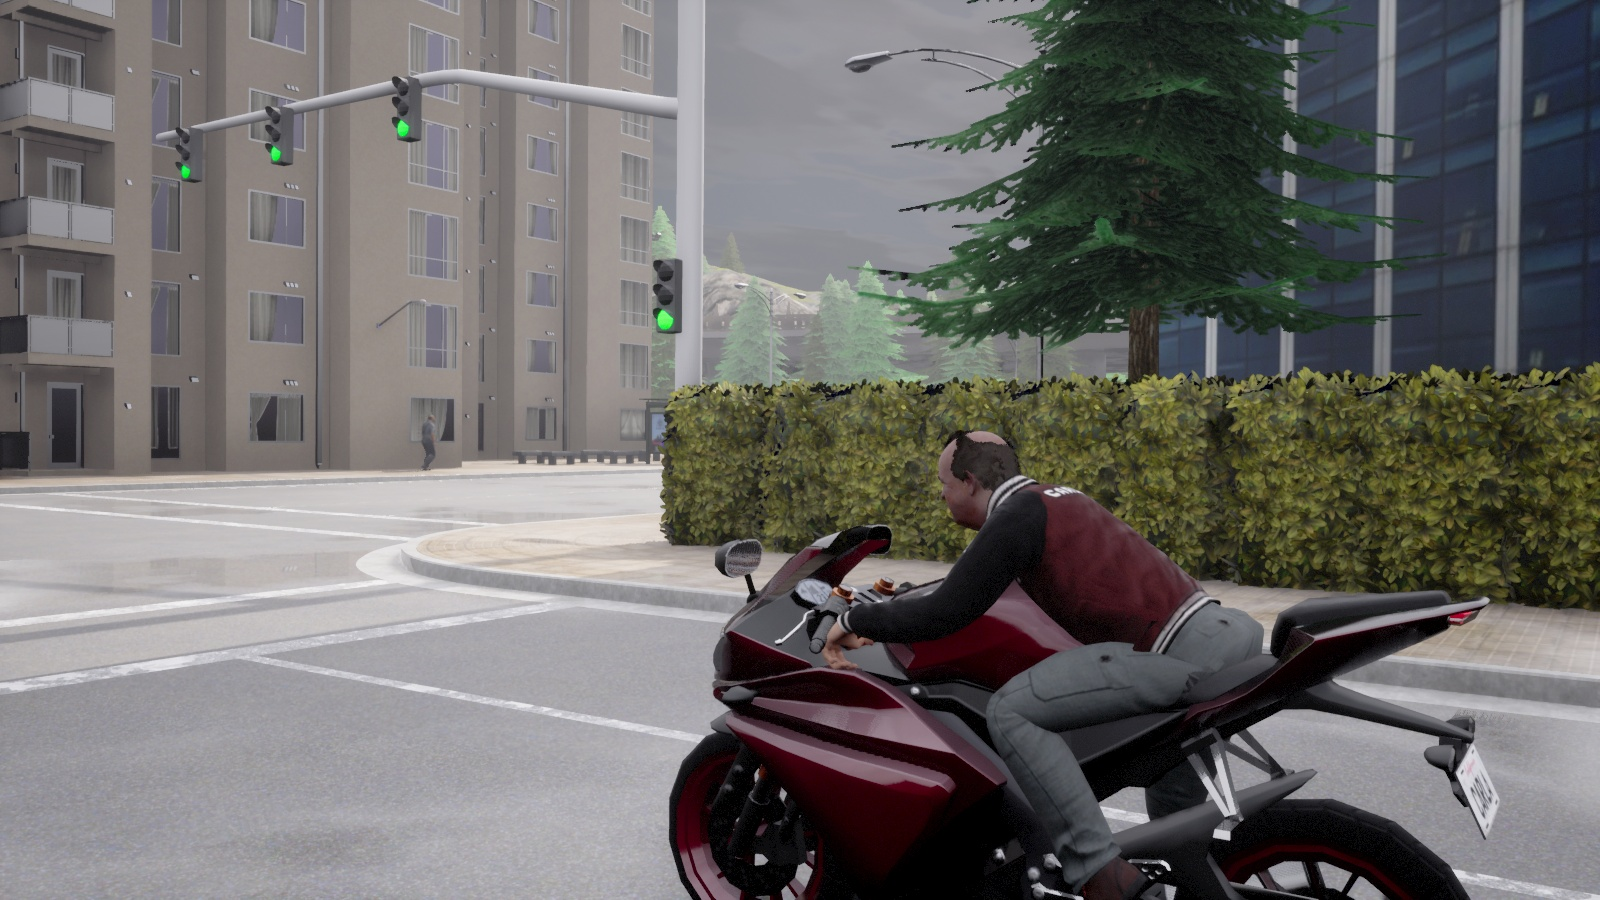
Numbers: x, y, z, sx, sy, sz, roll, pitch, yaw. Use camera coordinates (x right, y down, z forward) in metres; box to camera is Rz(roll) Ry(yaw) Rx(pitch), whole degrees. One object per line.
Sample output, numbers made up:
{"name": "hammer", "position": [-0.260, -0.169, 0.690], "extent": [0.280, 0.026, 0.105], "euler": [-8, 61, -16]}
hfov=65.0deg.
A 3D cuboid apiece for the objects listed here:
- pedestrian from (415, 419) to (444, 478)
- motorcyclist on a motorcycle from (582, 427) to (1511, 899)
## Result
{"name": "pedestrian", "position": [-11.684, -0.045, 39.609], "extent": [0.540, 1.848, 0.694], "euler": [0, 1, 41]}
{"name": "motorcyclist on a motorcycle", "position": [0.552, 0.717, 3.257], "extent": [2.191, 1.530, 0.866], "euler": [0, 1, 34]}
